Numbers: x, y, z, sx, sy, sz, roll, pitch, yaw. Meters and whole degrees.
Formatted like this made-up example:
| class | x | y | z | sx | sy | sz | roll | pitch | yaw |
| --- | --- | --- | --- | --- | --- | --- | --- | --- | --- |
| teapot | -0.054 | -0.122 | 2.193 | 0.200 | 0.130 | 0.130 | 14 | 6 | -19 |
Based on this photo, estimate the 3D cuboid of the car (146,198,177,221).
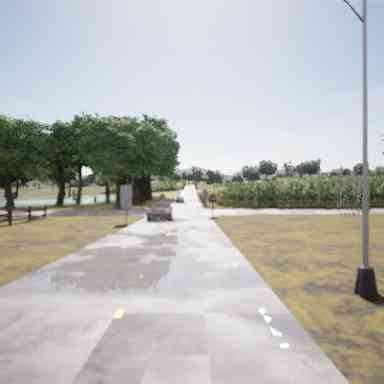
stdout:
| class | x | y | z | sx | sy | sz | roll | pitch | yaw |
| --- | --- | --- | --- | --- | --- | --- | --- | --- | --- |
| car | -2.766 | 1.630 | 29.642 | 2.097 | 1.767 | 4.553 | 0 | 0 | 0 |

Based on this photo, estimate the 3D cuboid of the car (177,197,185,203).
| class | x | y | z | sx | sy | sz | roll | pitch | yaw |
| --- | --- | --- | --- | --- | --- | --- | --- | --- | --- |
| car | -2.741 | 1.837 | 77.302 | 1.837 | 1.490 | 4.892 | 0 | 0 | 0 |
